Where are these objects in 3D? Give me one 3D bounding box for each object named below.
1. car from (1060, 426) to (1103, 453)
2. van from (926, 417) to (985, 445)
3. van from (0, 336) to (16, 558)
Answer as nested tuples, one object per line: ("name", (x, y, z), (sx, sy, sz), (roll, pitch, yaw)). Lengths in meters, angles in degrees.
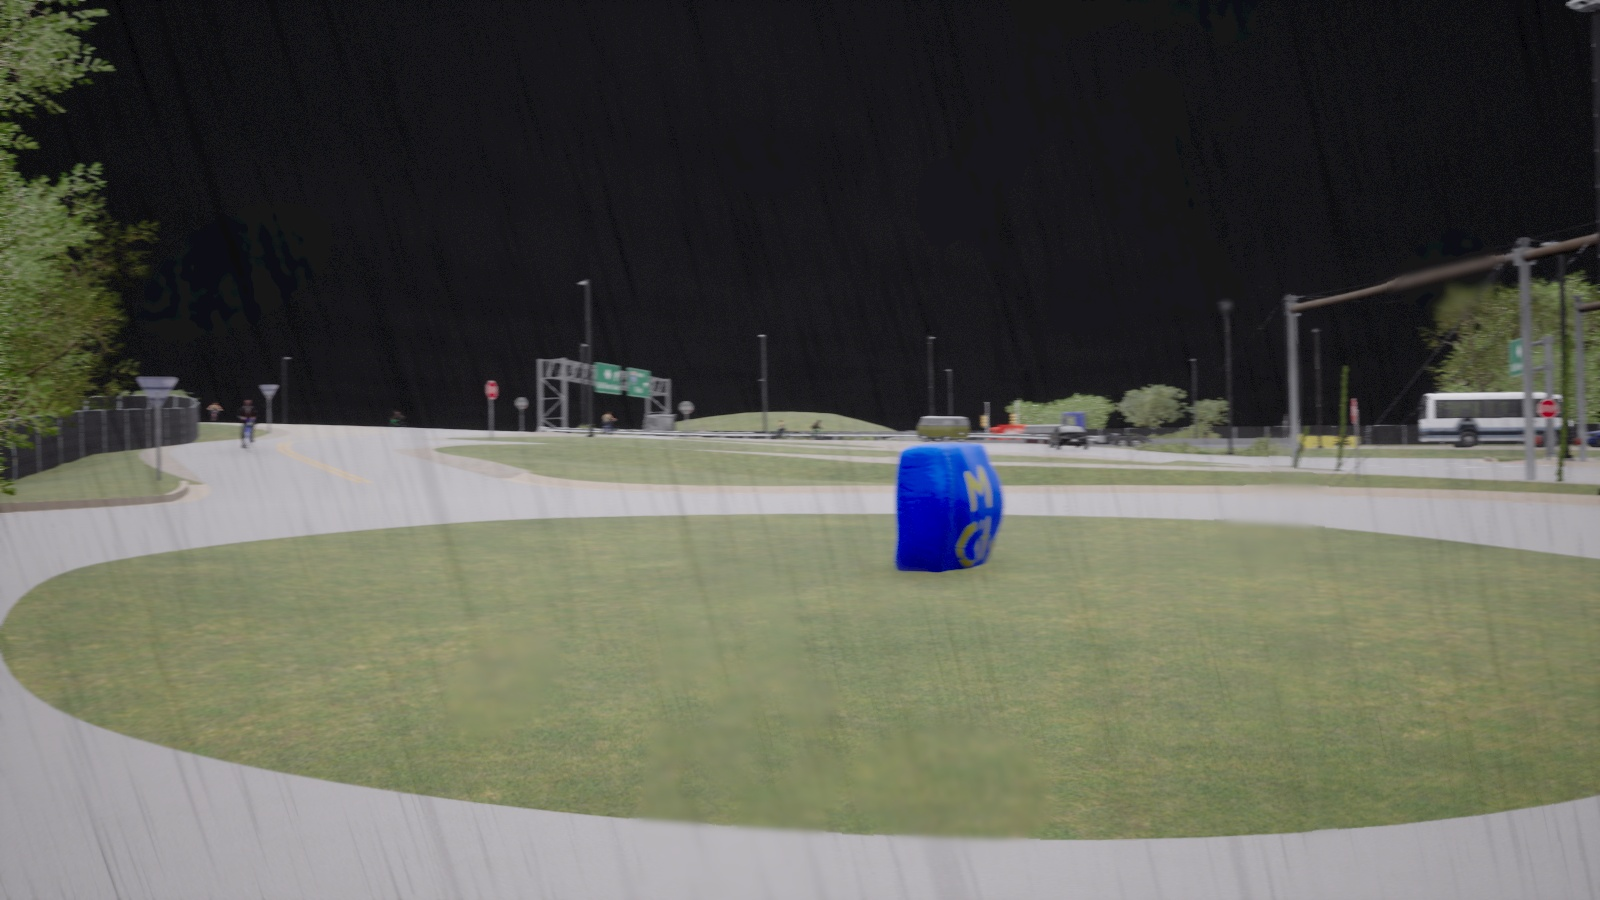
("car", (17.605, -0.695, 78.646), (1.882, 1.535, 5.008), (0, 2, 4))
("van", (11.508, -1.425, 93.462), (1.775, 1.987, 4.442), (0, 2, -36))
("van", (-7.590, 0.100, 9.200), (1.775, 1.987, 4.442), (1, 4, -13))
